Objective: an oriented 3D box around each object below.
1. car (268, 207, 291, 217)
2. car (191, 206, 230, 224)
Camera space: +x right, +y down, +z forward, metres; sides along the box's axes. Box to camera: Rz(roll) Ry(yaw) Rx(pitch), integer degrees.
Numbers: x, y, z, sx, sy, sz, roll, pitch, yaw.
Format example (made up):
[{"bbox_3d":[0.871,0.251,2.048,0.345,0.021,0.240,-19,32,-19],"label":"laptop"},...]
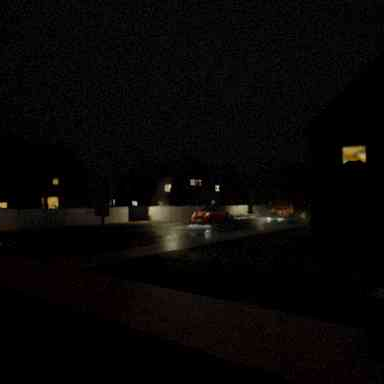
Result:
[{"bbox_3d":[12.609,2.837,47.734,1.882,1.535,5.008,-1,-2,35],"label":"car"},{"bbox_3d":[1.882,2.176,32.662,2.097,1.767,4.553,-1,-2,35],"label":"car"}]
